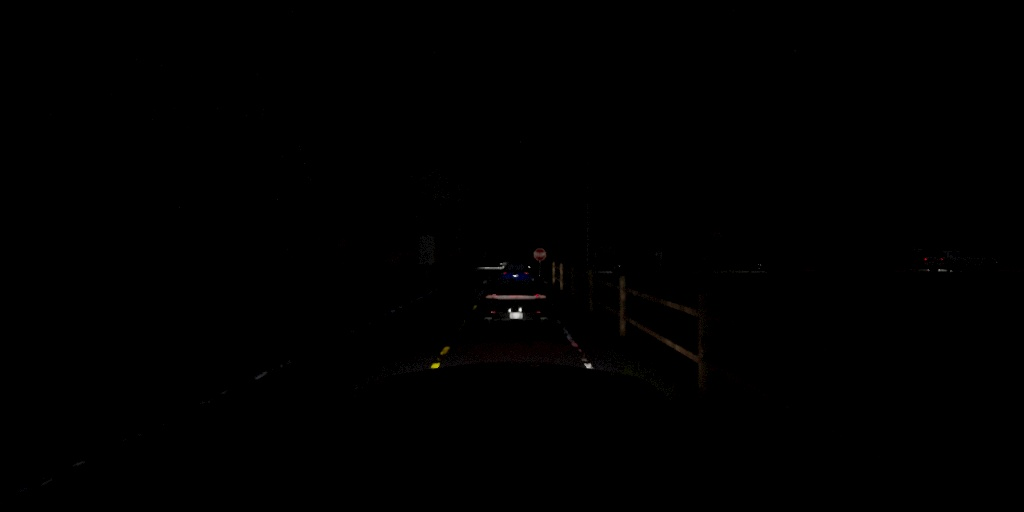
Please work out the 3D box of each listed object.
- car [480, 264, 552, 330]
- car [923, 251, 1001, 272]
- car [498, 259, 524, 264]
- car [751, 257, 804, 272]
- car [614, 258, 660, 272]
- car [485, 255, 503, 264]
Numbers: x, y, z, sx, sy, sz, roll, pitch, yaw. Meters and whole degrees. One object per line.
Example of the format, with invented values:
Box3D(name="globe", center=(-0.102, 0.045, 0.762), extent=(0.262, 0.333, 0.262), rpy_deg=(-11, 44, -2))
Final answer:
Box3D(name="car", center=(0.095, 1.173, 10.901), extent=(2.128, 1.511, 4.902), rpy_deg=(0, 0, 0))
Box3D(name="car", center=(43.953, 0.500, 35.178), extent=(5.566, 2.045, 2.150), rpy_deg=(0, 0, 0))
Box3D(name="car", center=(0.288, 1.143, 23.923), extent=(1.994, 1.385, 4.181), rpy_deg=(0, 0, 1))
Box3D(name="car", center=(27.843, 0.832, 37.787), extent=(5.008, 1.535, 1.882), rpy_deg=(0, 0, -1))
Box3D(name="car", center=(13.081, 0.945, 37.559), extent=(4.674, 1.442, 1.812), rpy_deg=(0, 0, 0))
Box3D(name="car", center=(-2.858, 0.896, 53.078), extent=(1.994, 1.385, 4.181), rpy_deg=(0, 1, 1))
